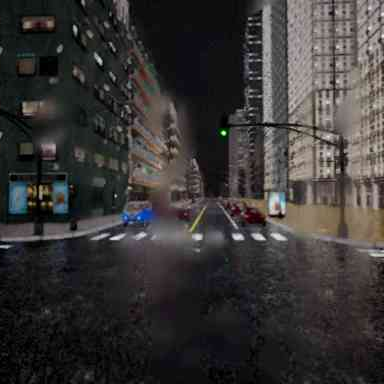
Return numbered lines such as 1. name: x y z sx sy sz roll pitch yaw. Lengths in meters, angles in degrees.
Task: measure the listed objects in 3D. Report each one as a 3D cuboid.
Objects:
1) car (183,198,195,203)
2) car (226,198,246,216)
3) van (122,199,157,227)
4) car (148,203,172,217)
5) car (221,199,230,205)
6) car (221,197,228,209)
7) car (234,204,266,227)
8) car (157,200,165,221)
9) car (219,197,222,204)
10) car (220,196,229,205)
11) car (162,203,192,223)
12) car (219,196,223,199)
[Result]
1. car: -0.968 2.137 74.509 1.967 1.590 4.097 0 -1 4
2. car: 5.025 1.722 35.377 1.967 1.590 4.097 0 -1 4
3. van: -4.018 1.594 24.857 1.690 1.788 3.998 0 0 4
4. car: -3.340 1.893 35.890 1.887 1.381 4.507 0 0 4
5. car: 7.396 2.214 73.994 1.802 1.307 4.206 0 -1 4
6. car: 6.041 1.869 51.927 1.967 1.590 4.097 0 -1 4
7. car: 4.347 1.769 24.341 1.802 1.307 4.206 0 0 4
8. car: -3.679 1.615 30.374 2.192 1.841 5.009 0 0 4
9. car: 6.719 2.080 62.960 2.008 1.369 4.403 0 -1 4
10. car: 7.735 1.998 79.513 2.192 1.841 5.009 0 -1 4
11. car: -1.101 1.867 28.562 1.895 1.301 4.718 0 0 4
12. car: 7.057 2.125 68.478 1.887 1.381 4.507 0 -1 4
